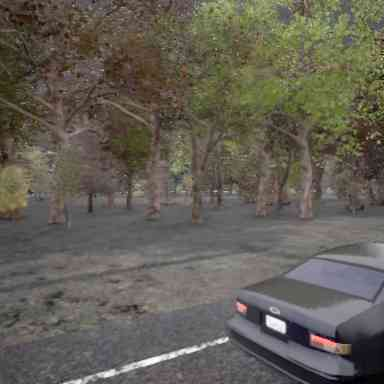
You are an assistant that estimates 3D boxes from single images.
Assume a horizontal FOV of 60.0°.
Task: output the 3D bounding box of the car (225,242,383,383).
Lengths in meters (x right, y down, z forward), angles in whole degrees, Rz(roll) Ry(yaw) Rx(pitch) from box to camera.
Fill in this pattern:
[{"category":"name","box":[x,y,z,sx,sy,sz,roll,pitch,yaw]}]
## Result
[{"category":"car","box":[3.048,1.526,5.134,5.357,1.411,2.033,0,0,-33]}]
